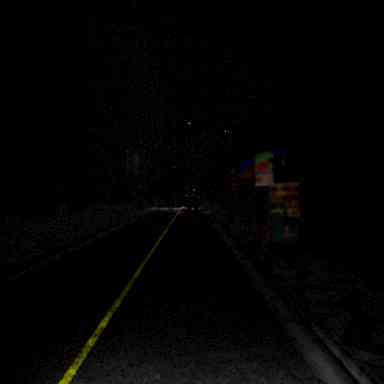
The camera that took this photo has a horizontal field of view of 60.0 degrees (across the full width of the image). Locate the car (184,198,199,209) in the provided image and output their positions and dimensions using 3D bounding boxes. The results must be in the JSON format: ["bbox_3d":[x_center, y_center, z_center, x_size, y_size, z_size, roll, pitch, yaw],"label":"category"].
[{"bbox_3d":[0.015,1.579,45.816,1.994,1.385,4.181,0,0,1],"label":"car"}]

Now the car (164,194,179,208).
[{"bbox_3d":[-3.022,1.523,50.152,1.837,1.490,4.892,0,0,0],"label":"car"}]

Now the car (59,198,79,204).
[{"bbox_3d":[-24.524,1.764,66.802,4.206,1.307,1.802,0,-2,0],"label":"car"}]

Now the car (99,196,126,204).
[{"bbox_3d":[-13.569,1.386,58.304,4.097,1.590,1.967,0,-2,-1],"label":"car"}]

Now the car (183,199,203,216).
[{"bbox_3d":[0.063,1.547,32.576,2.033,1.411,5.357,0,0,0],"label":"car"}]

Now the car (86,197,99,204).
[{"bbox_3d":[-19.038,1.745,66.813,4.313,1.339,1.947,0,-2,0],"label":"car"}]

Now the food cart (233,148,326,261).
[{"bbox_3d":[3.081,0.456,12.957,2.280,3.560,4.660,-2,-2,0],"label":"food cart"}]

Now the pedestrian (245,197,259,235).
[{"bbox_3d":[2.924,1.131,15.869,0.375,1.860,0.375,2,-2,-10],"label":"pedestrian"}]
